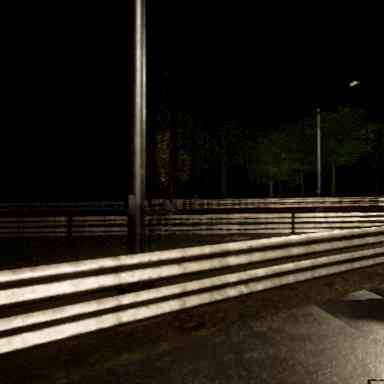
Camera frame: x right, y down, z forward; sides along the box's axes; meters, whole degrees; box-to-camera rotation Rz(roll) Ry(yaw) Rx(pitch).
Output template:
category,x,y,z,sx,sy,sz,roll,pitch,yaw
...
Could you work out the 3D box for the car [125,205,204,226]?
category,x,y,z,sx,sy,sz,roll,pitch,yaw
car,-1.720,1.594,20.636,4.902,1.511,2.128,-1,1,-1
